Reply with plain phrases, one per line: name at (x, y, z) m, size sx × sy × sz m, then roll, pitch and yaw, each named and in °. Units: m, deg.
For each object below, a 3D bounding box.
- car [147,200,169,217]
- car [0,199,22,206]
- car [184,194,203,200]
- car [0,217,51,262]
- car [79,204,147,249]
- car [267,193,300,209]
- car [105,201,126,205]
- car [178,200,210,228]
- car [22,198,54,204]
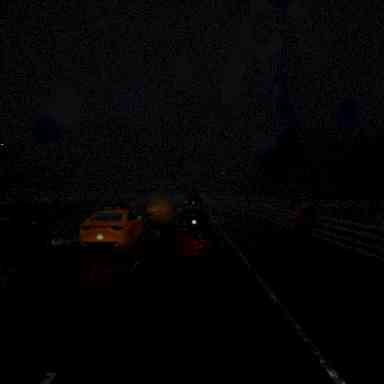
car at (-3.351, 1.554, 32.868) m, size 1.882 × 1.535 × 5.008 m, roll 0°, pitch 0°, yaw 0°
car at (-24.431, 1.663, 45.891) m, size 2.033 × 1.411 × 5.357 m, roll 0°, pitch 0°, yaw 0°
car at (0.161, 1.318, 40.676) m, size 2.150 × 2.045 × 5.566 m, roll 0°, pitch 0°, yaw 0°
car at (-6.881, 1.595, 12.250) m, size 1.994 × 1.385 × 4.181 m, roll 0°, pitch 0°, yaw 0°
car at (-3.378, 1.515, 14.697) m, size 1.882 × 1.535 × 5.008 m, roll 0°, pitch 0°, yaw 0°
car at (12.661, 1.226, 46.409) m, size 2.150 × 2.045 × 5.566 m, roll 0°, pitch 0°, yaw -19°
car at (-6.854, 1.562, 30.204) m, size 2.128 × 1.511 × 4.902 m, roll 0°, pitch 0°, yaw 0°
car at (0.135, 1.560, 22.489) m, size 1.837 × 1.490 × 4.892 m, roll 0°, pitch 0°, yaw 0°
car at (-20.931, 1.511, 45.859) m, size 1.895 × 1.301 × 4.718 m, roll 0°, pitch 0°, yaw 0°
